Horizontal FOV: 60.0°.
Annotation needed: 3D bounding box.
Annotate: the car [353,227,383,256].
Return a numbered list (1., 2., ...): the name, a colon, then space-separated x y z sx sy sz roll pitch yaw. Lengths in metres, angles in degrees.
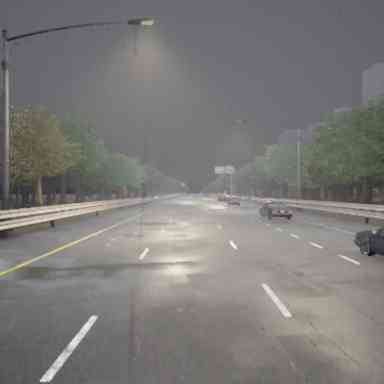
1. car: 7.002 1.556 10.081 2.033 1.411 5.357 0 0 0

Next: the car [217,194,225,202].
1. car: 7.342 1.483 80.922 2.097 1.767 4.553 0 0 1

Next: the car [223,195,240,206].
1. car: 7.172 1.632 57.928 2.033 1.411 5.357 0 0 0

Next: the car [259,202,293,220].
1. car: 7.038 1.577 28.335 2.033 1.411 5.357 0 0 0
